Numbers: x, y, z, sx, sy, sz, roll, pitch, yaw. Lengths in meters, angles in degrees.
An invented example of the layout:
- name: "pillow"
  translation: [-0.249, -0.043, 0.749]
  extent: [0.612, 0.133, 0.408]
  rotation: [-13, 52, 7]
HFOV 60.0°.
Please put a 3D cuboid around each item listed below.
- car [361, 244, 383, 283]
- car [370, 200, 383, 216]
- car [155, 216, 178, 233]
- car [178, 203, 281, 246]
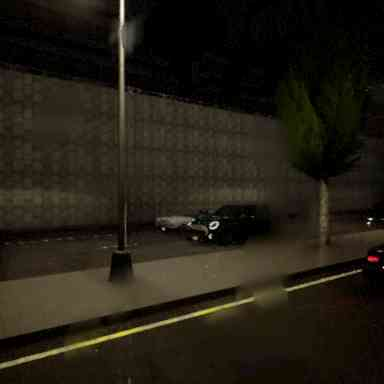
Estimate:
- name: "car"
  translation: [6.352, 1.536, 8.279]
  extent: [5.357, 1.411, 2.033]
  rotation: [0, 0, -36]
- name: "car"
  translation: [18.788, 1.439, 31.411]
  extent: [5.008, 1.535, 1.882]
  rotation: [0, 0, -35]
- name: "car"
  translation: [0.350, 1.588, 18.370]
  extent: [4.718, 1.301, 1.895]
  rotation: [0, 0, -35]
- name: "car"
  translation: [1.963, 1.340, 15.219]
  extent: [4.553, 1.767, 2.097]
  rotation: [0, 0, -35]
